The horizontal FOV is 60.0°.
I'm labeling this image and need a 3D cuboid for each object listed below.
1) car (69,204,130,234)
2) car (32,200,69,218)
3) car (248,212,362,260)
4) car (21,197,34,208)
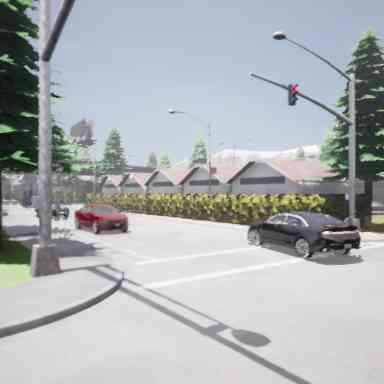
[{"bbox_3d":[-5.393,1.487,19.630,1.882,1.535,5.008,0,0,-36],"label":"car"},{"bbox_3d":[-12.252,1.612,29.130,1.895,1.301,4.718,0,0,-36],"label":"car"},{"bbox_3d":[3.970,1.493,12.689,2.128,1.511,4.902,1,0,-23],"label":"car"},{"bbox_3d":[-21.356,1.449,45.436,4.674,1.442,1.812,0,-1,34],"label":"car"}]
